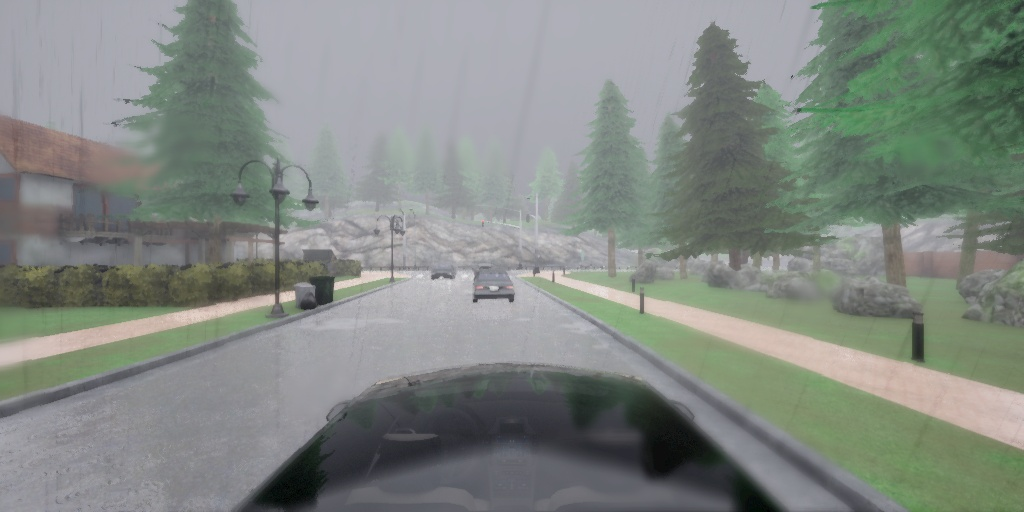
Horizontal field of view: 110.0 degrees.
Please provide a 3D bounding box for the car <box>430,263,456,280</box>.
[{"bbox_3d":[-5.895,1.351,31.258,2.033,1.411,5.357,0,0,-6],"label":"car"}]

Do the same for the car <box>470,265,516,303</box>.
[{"bbox_3d":[-0.934,1.312,16.666,2.033,1.411,5.357,0,0,-6],"label":"car"}]

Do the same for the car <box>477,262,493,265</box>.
[{"bbox_3d":[-2.412,1.265,31.593,1.837,1.490,4.892,0,0,-6],"label":"car"}]
